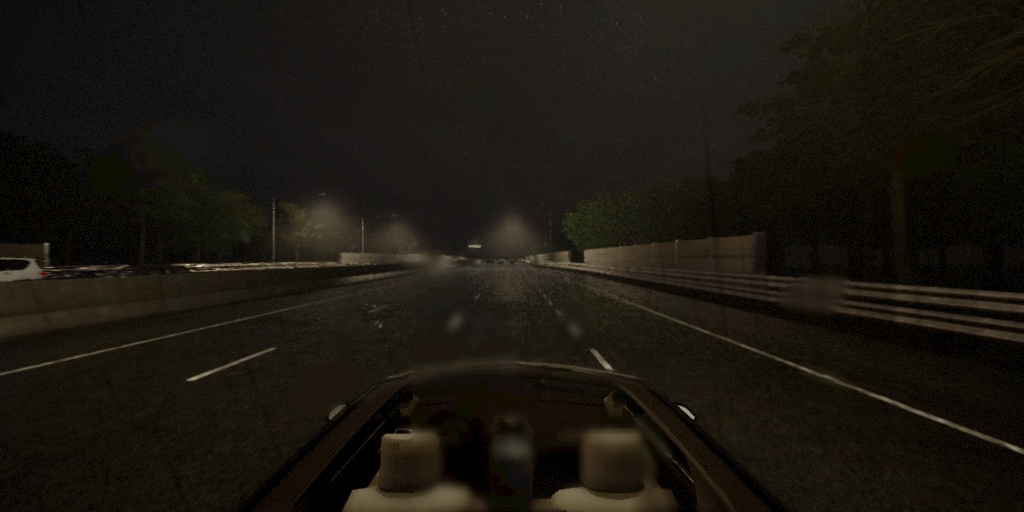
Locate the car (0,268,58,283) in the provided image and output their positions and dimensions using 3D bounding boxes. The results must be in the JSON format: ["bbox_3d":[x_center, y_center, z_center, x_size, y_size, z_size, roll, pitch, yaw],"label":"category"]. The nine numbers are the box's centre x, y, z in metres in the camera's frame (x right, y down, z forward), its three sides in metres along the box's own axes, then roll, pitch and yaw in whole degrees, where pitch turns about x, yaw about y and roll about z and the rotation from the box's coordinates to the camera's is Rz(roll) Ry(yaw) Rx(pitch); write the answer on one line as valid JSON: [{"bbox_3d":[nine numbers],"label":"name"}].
[{"bbox_3d":[-21.099,1.408,17.391,1.994,1.385,4.181,0,0,0],"label":"car"}]

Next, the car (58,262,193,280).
[{"bbox_3d":[-17.600,1.194,17.095,2.097,1.767,4.553,0,0,0],"label":"car"}]

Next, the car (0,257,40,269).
[{"bbox_3d":[-24.603,1.056,15.722,2.150,2.045,5.566,0,0,0],"label":"car"}]
